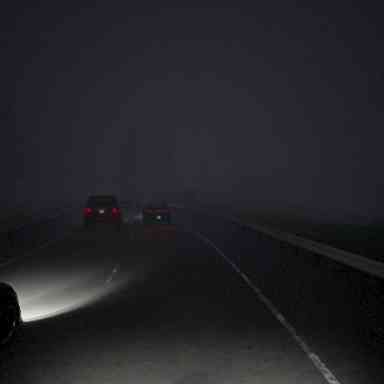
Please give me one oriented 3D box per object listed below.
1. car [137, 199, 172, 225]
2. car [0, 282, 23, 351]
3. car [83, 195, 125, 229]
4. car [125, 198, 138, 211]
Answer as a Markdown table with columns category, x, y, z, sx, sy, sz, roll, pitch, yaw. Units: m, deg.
| category | x | y | z | sx | sy | sz | roll | pitch | yaw |
| --- | --- | --- | --- | --- | --- | --- | --- | --- | --- |
| car | -2.628 | 1.461 | 24.120 | 2.128 | 1.511 | 4.902 | 0 | 0 | -11 |
| car | -3.594 | 1.564 | 3.483 | 1.994 | 1.385 | 4.181 | 0 | 0 | -2 |
| car | -5.636 | 1.200 | 21.502 | 2.150 | 2.045 | 5.566 | 0 | 0 | -11 |
| car | -7.409 | 1.432 | 40.939 | 1.882 | 1.535 | 5.008 | 0 | 0 | -20 |
